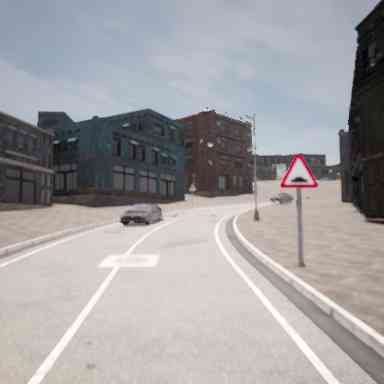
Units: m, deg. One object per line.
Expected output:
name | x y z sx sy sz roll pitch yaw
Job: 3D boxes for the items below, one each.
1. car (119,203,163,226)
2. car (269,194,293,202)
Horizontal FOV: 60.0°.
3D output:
car | -3.375 1.483 23.248 2.033 1.411 5.357 -1 0 8
car | 15.932 1.057 59.409 5.357 1.411 2.033 -1 -3 -43
